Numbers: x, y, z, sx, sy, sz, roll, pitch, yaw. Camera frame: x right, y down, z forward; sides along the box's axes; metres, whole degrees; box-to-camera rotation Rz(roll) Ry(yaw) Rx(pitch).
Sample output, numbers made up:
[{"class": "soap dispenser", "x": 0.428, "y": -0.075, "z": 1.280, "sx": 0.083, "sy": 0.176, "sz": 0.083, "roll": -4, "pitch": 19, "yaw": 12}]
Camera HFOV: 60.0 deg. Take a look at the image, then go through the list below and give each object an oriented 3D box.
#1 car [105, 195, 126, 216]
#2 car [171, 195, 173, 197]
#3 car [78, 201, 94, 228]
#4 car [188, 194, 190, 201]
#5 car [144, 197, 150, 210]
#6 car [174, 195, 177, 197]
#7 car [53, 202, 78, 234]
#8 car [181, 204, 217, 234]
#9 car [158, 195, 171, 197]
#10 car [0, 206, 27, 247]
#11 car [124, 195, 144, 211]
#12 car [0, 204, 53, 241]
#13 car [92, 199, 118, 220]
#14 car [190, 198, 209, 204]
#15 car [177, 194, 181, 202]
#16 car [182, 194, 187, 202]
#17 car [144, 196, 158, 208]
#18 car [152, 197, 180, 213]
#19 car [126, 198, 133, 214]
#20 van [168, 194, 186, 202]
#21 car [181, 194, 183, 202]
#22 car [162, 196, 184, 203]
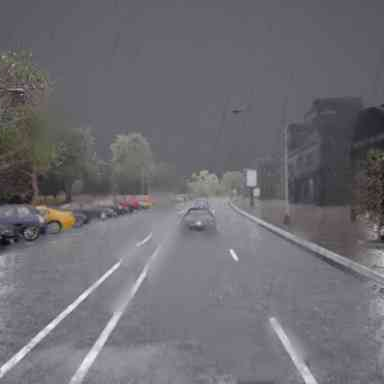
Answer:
[{"class": "car", "x": -8.771, "y": 1.474, "z": 30.559, "sx": 4.553, "sy": 1.767, "sz": 2.185, "roll": -1, "pitch": 0, "yaw": -18}, {"class": "car", "x": -6.687, "y": 1.811, "z": 63.119, "sx": 5.008, "sy": 1.535, "sz": 2.097, "roll": -1, "pitch": 0, "yaw": -15}, {"class": "car", "x": -9.098, "y": 1.586, "z": 21.656, "sx": 4.792, "sy": 1.488, "sz": 2.163, "roll": -1, "pitch": -1, "yaw": -18}, {"class": "car", "x": -3.641, "y": 1.773, "z": 92.642, "sx": 4.553, "sy": 1.767, "sz": 2.185, "roll": -1, "pitch": 0, "yaw": -14}, {"class": "car", "x": -8.200, "y": 1.710, "z": 42.422, "sx": 4.674, "sy": 1.452, "sz": 2.002, "roll": -1, "pitch": -1, "yaw": -17}, {"class": "car", "x": -6.155, "y": 1.882, "z": 69.040, "sx": 4.674, "sy": 1.452, "sz": 2.002, "roll": -1, "pitch": -1, "yaw": -15}, {"class": "car", "x": -9.207, "y": 1.544, "z": 18.674, "sx": 5.008, "sy": 1.535, "sz": 2.097, "roll": -1, "pitch": 0, "yaw": -19}, {"class": "car", "x": 0.408, "y": 1.623, "z": 19.513, "sx": 1.994, "sy": 1.385, "sz": 4.181, "roll": 0, "pitch": 0, "yaw": 2}, {"class": "car", "x": -7.125, "y": 1.793, "z": 60.112, "sx": 5.366, "sy": 1.575, "sz": 1.946, "roll": -1, "pitch": 0, "yaw": -16}, {"class": "car", "x": -9.356, "y": 1.522, "z": 12.739, "sx": 5.008, "sy": 1.535, "sz": 2.097, "roll": -1, "pitch": 0, "yaw": -19}, {"class": "car", "x": -8.555, "y": 1.382, "z": 36.478, "sx": 5.566, "sy": 2.045, "sz": 2.435, "roll": -1, "pitch": 0, "yaw": -17}, {"class": "car", "x": -9.255, "y": 1.407, "z": 15.711, "sx": 4.553, "sy": 1.767, "sz": 2.185, "roll": -1, "pitch": 0, "yaw": -19}, {"class": "car", "x": -8.932, "y": 1.586, "z": 27.589, "sx": 4.892, "sy": 1.521, "sz": 2.231, "roll": -1, "pitch": -1, "yaw": -18}, {"class": "car", "x": 1.138, "y": 1.696, "z": 37.822, "sx": 2.033, "sy": 1.411, "sz": 5.357, "roll": 0, "pitch": 0, "yaw": 3}, {"class": "car", "x": -5.539, "y": 1.741, "z": 74.960, "sx": 4.553, "sy": 1.767, "sz": 2.185, "roll": -1, "pitch": 0, "yaw": -14}, {"class": "car", "x": -4.757, "y": 1.880, "z": 80.909, "sx": 5.366, "sy": 1.575, "sz": 1.946, "roll": -1, "pitch": -1, "yaw": -14}, {"class": "car", "x": -7.841, "y": 1.684, "z": 45.441, "sx": 5.366, "sy": 1.575, "sz": 1.946, "roll": -1, "pitch": -1, "yaw": -17}, {"class": "car", "x": -3.085, "y": 1.713, "z": 40.254, "sx": 2.033, "sy": 1.411, "sz": 5.357, "roll": 0, "pitch": 0, "yaw": 3}, {"class": "car", "x": -8.672, "y": 1.656, "z": 33.524, "sx": 4.674, "sy": 1.452, "sz": 2.002, "roll": -1, "pitch": -1, "yaw": -18}, {"class": "van", "x": -4.054, "y": 1.673, "z": 89.671, "sx": 4.442, "sy": 1.987, "sz": 1.878, "roll": -1, "pitch": 0, "yaw": -14}, {"class": "car", "x": -5.265, "y": 1.878, "z": 77.910, "sx": 4.892, "sy": 1.521, "sz": 2.231, "roll": -1, "pitch": -1, "yaw": -14}, {"class": "car", "x": -4.788, "y": 1.890, "z": 83.772, "sx": 5.366, "sy": 1.575, "sz": 1.946, "roll": -1, "pitch": 0, "yaw": -14}]
